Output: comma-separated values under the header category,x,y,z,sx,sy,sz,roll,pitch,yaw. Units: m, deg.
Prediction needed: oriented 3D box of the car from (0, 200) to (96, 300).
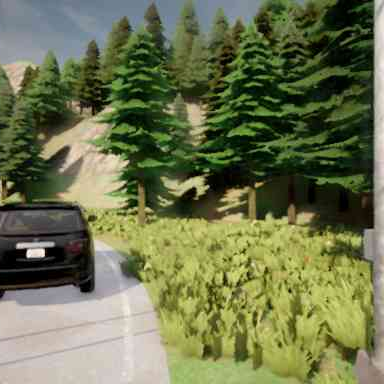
category,x,y,z,sx,sy,sz,roll,pitch,yaw
car,-3.729,1.227,8.674,2.150,2.045,5.566,0,0,-19
